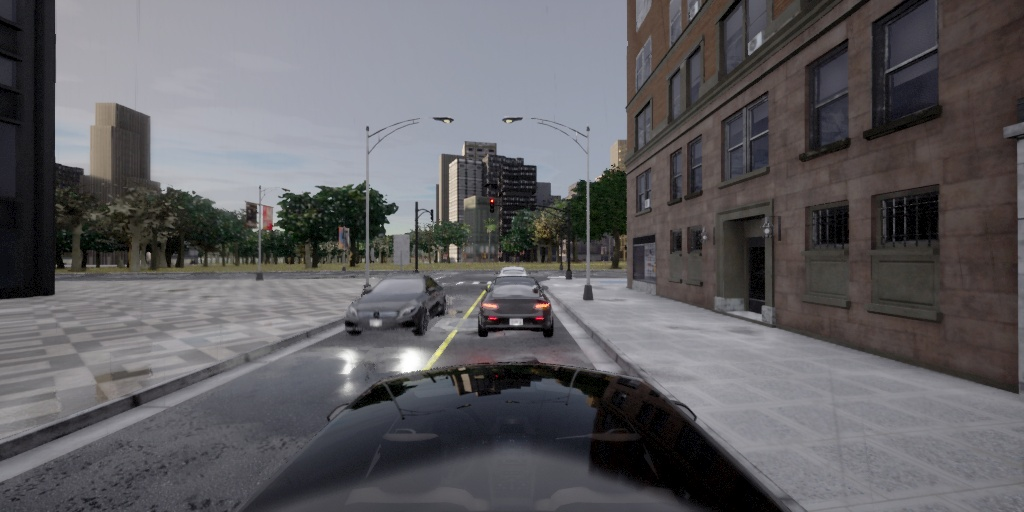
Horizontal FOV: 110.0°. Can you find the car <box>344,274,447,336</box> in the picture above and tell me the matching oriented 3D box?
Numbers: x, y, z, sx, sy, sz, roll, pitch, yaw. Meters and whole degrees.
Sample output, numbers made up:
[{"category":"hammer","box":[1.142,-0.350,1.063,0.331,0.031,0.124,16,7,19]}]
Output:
[{"category":"car","box":[-3.104,1.276,10.514,1.812,1.442,4.674,0,0,0]}]

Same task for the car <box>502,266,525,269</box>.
[{"category":"car","box":[0.064,1.277,19.208,1.812,1.442,4.674,0,0,0]}]

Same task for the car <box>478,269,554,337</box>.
[{"category":"car","box":[0.083,1.276,10.148,1.812,1.442,4.674,0,0,0]}]
